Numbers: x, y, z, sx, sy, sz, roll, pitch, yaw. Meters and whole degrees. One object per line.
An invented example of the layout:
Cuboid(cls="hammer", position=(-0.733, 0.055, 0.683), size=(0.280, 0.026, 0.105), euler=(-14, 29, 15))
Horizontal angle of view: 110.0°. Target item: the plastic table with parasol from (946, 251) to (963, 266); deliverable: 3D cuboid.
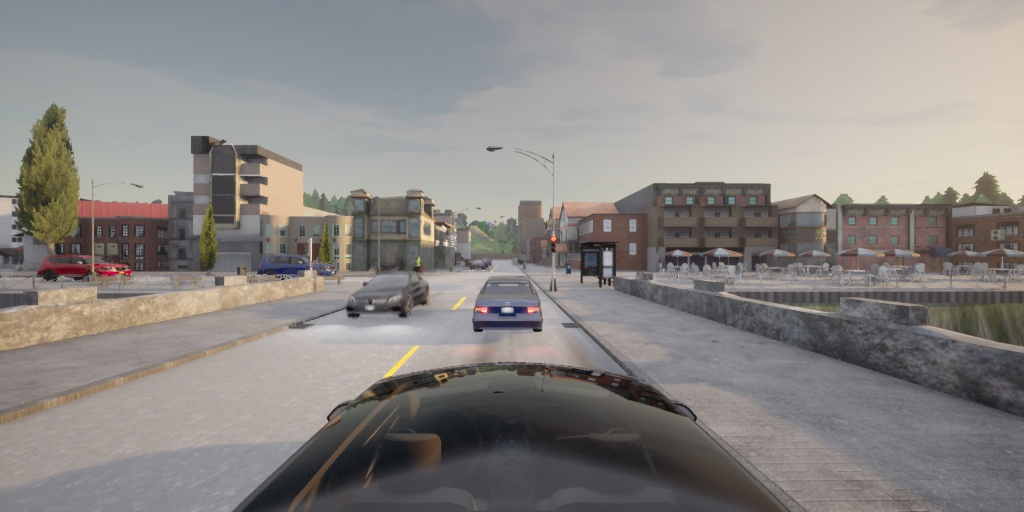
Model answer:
Cuboid(cls="plastic table with parasol", position=(46.137, 0.675, 36.530), size=(2.482, 2.480, 2.482), euler=(0, 0, -1))

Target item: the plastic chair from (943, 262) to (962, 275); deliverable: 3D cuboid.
Cuboid(cls="plastic chair", position=(44.935, 1.279, 36.632), size=(0.730, 1.272, 0.750), euler=(0, 0, -1))

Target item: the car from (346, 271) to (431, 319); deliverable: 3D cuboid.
Cuboid(cls="car", position=(-4.210, 1.276, 12.969), size=(1.812, 1.442, 4.674), euler=(0, 0, 0))

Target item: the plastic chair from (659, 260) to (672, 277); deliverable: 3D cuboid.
Cuboid(cls="plastic chair", position=(14.180, 1.279, 33.460), size=(0.730, 1.272, 0.750), euler=(0, 0, -1))

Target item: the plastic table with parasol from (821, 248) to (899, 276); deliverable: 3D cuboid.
Cuboid(cls="plastic table with parasol", position=(23.422, 0.675, 24.251), size=(2.482, 2.480, 2.482), euler=(0, 0, -1))

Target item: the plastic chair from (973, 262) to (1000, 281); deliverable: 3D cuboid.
Cuboid(cls="plastic chair", position=(36.238, 1.279, 27.395), size=(0.730, 1.272, 0.750), euler=(0, 0, -1))

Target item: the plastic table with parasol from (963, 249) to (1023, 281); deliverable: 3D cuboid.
Cuboid(cls="plastic table with parasol", position=(37.367, 0.675, 27.325), size=(2.482, 2.480, 2.482), euler=(0, 0, -1))

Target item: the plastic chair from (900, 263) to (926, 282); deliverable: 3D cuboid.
Cuboid(cls="plastic chair", position=(30.082, 1.279, 26.903), size=(0.750, 1.272, 0.730), euler=(0, 0, -1))

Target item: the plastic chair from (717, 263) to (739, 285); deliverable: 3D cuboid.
Cuboid(cls="plastic chair", position=(14.621, 1.279, 24.266), size=(0.750, 1.272, 0.730), euler=(0, 0, -1))

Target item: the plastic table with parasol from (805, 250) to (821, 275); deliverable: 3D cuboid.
Cuboid(cls="plastic table with parasol", position=(29.684, 0.675, 35.268), size=(2.482, 2.480, 2.482), euler=(0, 0, -1))

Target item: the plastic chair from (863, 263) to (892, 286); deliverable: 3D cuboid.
Cuboid(cls="plastic chair", position=(23.343, 1.279, 22.899), size=(0.750, 1.272, 0.730), euler=(0, 0, -1))

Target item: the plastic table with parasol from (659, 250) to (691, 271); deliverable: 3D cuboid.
Cuboid(cls="plastic table with parasol", position=(15.402, 0.675, 33.359), size=(2.482, 2.480, 2.482), euler=(0, 0, -1))

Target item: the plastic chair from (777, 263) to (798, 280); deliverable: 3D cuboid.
Cuboid(cls="plastic chair", position=(22.348, 1.279, 29.085), size=(0.750, 1.272, 0.730), euler=(0, 0, -1))

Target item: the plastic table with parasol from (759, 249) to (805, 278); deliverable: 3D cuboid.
Cuboid(cls="plastic table with parasol", position=(22.427, 0.675, 30.436), size=(2.482, 2.480, 2.482), euler=(0, 0, -1))

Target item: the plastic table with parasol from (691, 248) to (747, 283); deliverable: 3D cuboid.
Cuboid(cls="plastic table with parasol", position=(14.772, 0.675, 25.528), size=(2.482, 2.480, 2.482), euler=(0, 0, -1))

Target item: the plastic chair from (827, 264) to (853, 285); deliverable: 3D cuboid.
Cuboid(cls="plastic chair", position=(22.222, 1.279, 24.282), size=(0.730, 1.272, 0.750), euler=(0, 0, -1))

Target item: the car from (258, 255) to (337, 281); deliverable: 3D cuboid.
Cuboid(cls="car", position=(-17.031, 0.971, 28.536), size=(5.566, 2.045, 2.150), euler=(0, 0, -1))

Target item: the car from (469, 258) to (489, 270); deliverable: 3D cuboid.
Cuboid(cls="car", position=(-4.912, 1.276, 52.433), size=(1.812, 1.442, 4.674), euler=(0, 0, 1))

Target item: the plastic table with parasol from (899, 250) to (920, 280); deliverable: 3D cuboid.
Cuboid(cls="plastic table with parasol", position=(30.073, 0.675, 28.183), size=(2.482, 2.480, 2.482), euler=(0, 0, -1))

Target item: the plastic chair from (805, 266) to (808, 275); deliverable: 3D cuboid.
Cuboid(cls="plastic chair", position=(28.254, 1.279, 35.276), size=(0.730, 1.272, 0.750), euler=(0, 0, -1))

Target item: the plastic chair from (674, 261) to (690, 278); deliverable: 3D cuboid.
Cuboid(cls="plastic chair", position=(15.301, 1.279, 32.077), size=(0.750, 1.272, 0.730), euler=(0, 0, -1))

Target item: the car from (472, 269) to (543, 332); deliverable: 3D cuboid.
Cuboid(cls="car", position=(-0.113, 1.297, 10.810), size=(2.033, 1.411, 5.357), euler=(0, 0, 0))

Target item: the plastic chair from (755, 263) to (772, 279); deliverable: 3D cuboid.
Cuboid(cls="plastic chair", position=(21.227, 1.279, 30.468), size=(0.730, 1.272, 0.750), euler=(0, 0, -1))

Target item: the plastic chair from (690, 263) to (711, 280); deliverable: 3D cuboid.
Cuboid(cls="plastic chair", position=(13.500, 1.279, 25.649), size=(0.730, 1.272, 0.750), euler=(0, 0, -1))

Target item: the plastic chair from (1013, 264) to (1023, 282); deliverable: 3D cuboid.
Cuboid(cls="plastic chair", position=(37.397, 1.279, 26.015), size=(0.750, 1.272, 0.730), euler=(0, 0, -1))

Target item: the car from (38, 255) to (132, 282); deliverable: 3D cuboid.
Cuboid(cls="car", position=(-33.574, 0.965, 28.271), size=(5.566, 2.045, 2.150), euler=(1, 0, -1))

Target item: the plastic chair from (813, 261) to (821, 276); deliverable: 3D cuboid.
Cuboid(cls="plastic chair", position=(29.375, 1.279, 33.893), size=(0.750, 1.272, 0.730), euler=(0, 0, -1))

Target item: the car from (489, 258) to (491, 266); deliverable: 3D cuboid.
Cuboid(cls="car", position=(-5.033, 1.228, 61.671), size=(1.882, 1.535, 5.008), euler=(0, 0, -1))
